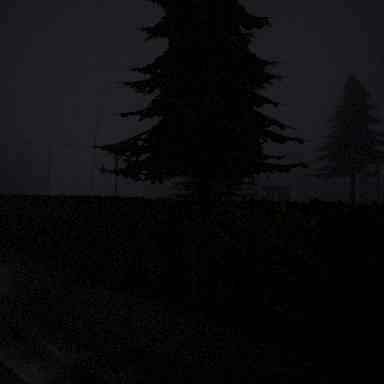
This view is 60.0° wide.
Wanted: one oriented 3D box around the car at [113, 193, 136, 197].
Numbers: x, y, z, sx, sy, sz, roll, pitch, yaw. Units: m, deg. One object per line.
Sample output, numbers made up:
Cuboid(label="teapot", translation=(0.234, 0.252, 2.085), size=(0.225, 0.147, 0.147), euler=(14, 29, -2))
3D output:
Cuboid(label="car", translation=(-10.306, 1.384, 54.272), size=(3.806, 1.475, 1.970), euler=(0, 0, -45))

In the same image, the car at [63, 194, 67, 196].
Cuboid(label="car", translation=(-31.908, 1.232, 85.939), size=(3.806, 1.475, 1.970), euler=(0, 0, -45))

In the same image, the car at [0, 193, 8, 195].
Cuboid(label="car", translation=(-23.711, 1.330, 41.282), size=(5.027, 1.636, 2.152), euler=(0, 0, -45))

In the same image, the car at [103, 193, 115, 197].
Cuboid(label="car", translation=(-15.867, 1.097, 70.694), size=(4.605, 1.855, 1.932), euler=(0, 0, -45))

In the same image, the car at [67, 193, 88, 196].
Cuboid(label="car", translation=(-27.175, 1.154, 81.593), size=(5.027, 1.636, 2.152), euler=(0, 0, -45))

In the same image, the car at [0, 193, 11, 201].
Cuboid(label="car", translation=(-41.765, 1.097, 71.634), size=(4.605, 1.855, 1.932), euler=(0, 0, -45))
